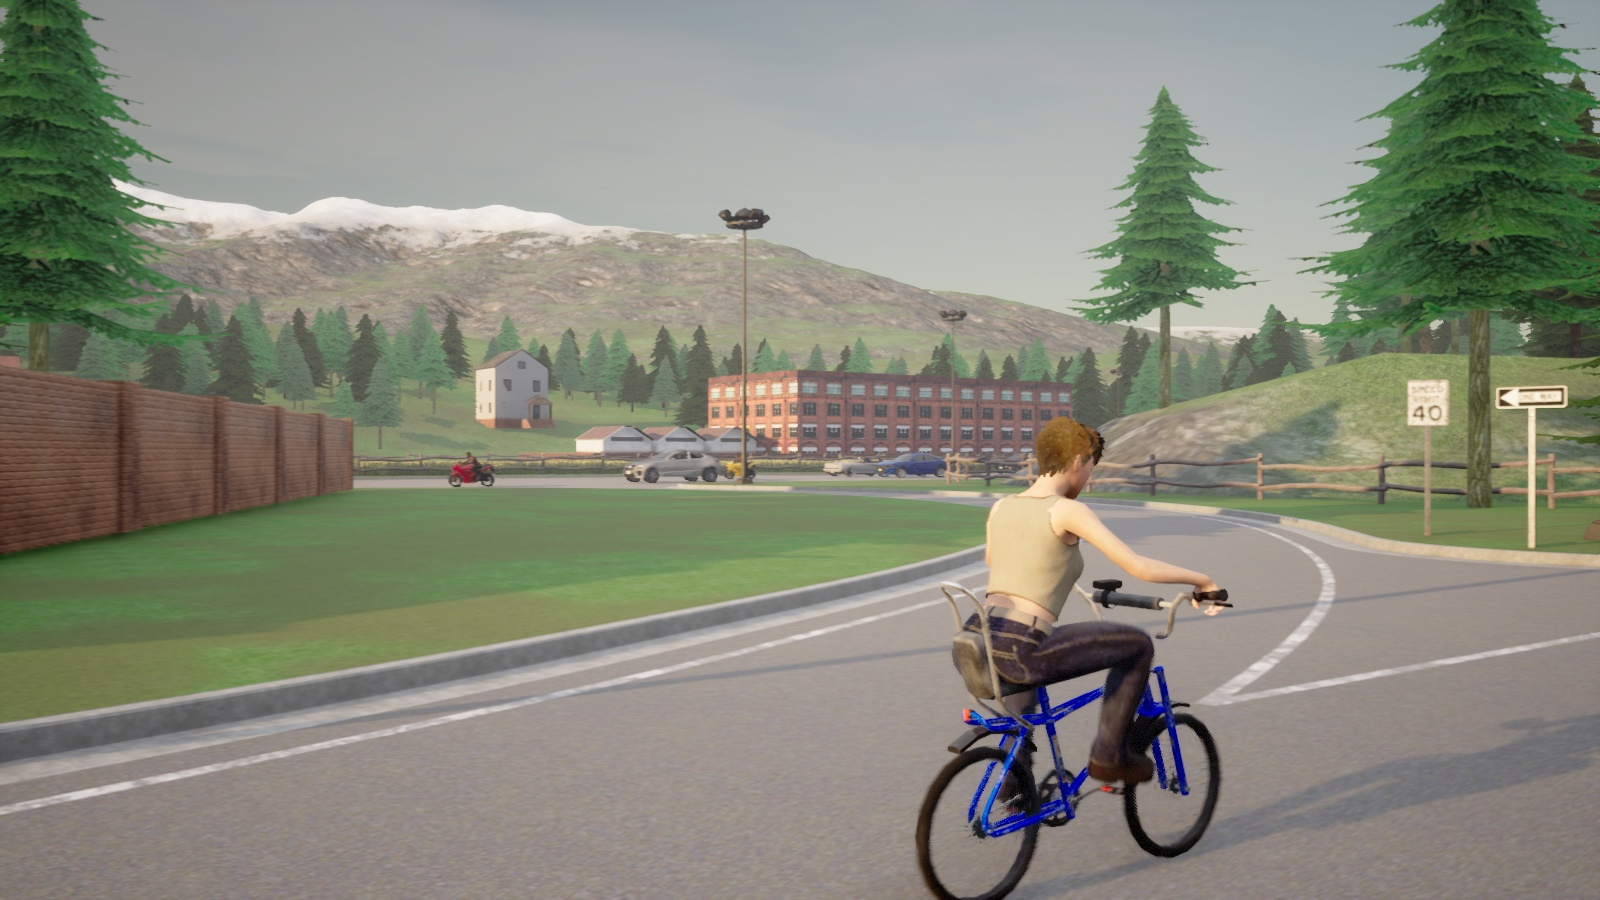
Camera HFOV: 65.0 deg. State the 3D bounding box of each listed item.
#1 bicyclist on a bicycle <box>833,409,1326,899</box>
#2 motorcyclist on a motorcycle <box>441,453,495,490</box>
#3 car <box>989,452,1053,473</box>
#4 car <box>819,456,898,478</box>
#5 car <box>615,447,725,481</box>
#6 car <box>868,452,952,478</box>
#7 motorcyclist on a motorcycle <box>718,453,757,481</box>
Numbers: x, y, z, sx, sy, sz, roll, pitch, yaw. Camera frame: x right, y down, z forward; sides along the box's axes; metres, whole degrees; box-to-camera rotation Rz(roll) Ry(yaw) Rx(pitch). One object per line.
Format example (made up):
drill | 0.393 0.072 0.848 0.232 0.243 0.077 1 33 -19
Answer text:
bicyclist on a bicycle | 0.982 0.690 4.348 1.509 1.612 0.866 0 0 -35
motorcyclist on a motorcycle | -14.058 0.887 53.145 2.044 1.523 0.797 0 0 -35
car | 16.014 0.881 90.927 4.514 1.525 2.007 0 0 -34
car | 3.671 1.029 78.186 4.718 1.301 1.895 0 0 -35
car | -6.450 0.691 62.668 5.027 1.651 2.152 0 0 -35
car | 6.678 0.895 76.011 5.008 1.535 1.882 0 0 -35
motorcyclist on a motorcycle | -3.437 0.903 69.010 2.044 1.523 0.797 0 0 -35
